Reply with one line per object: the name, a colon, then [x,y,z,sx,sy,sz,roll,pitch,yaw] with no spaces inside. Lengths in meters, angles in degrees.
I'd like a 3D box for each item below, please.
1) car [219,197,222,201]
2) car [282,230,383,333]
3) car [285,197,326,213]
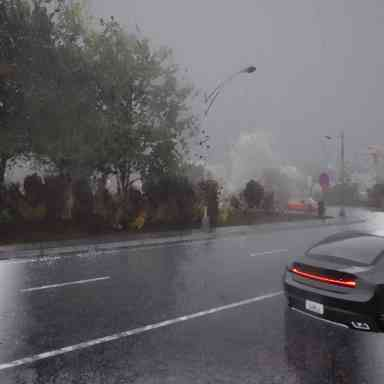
car: [4.499,1.353,69.509,1.994,1.385,4.181,0,1,-33]
car: [3.839,1.505,6.476,4.892,1.490,1.837,0,0,-35]
car: [12.510,1.352,36.826,2.097,1.767,4.553,0,0,-32]
